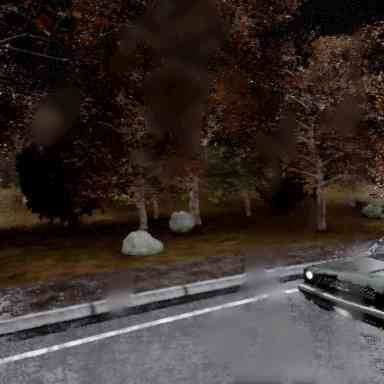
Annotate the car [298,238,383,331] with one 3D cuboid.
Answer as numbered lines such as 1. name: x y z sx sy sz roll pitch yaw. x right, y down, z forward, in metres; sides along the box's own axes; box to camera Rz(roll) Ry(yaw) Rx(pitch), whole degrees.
1. car: 4.261 1.518 6.147 4.718 1.301 1.895 0 1 -28
